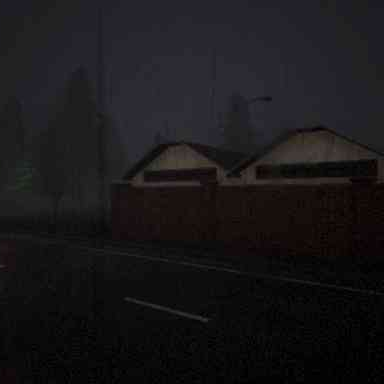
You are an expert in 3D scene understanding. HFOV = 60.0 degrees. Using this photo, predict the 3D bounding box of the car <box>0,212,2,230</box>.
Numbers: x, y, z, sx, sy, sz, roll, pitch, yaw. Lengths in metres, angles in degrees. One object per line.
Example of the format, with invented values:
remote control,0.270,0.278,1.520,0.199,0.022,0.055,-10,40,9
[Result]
car,-11.705,1.239,16.641,5.566,2.045,2.150,0,0,35
